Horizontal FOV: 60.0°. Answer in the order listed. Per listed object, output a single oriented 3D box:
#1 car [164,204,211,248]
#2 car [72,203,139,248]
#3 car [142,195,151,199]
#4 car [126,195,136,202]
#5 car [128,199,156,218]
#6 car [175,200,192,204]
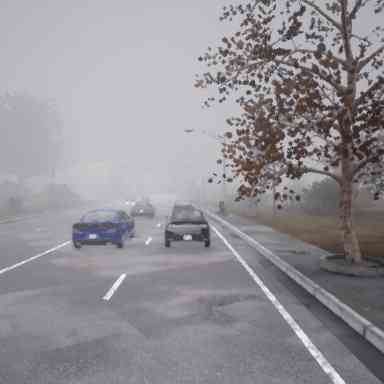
[{"bbox_3d":[-0.223,1.492,14.797,2.128,1.511,4.902,0,0,-2],"label":"car"},{"bbox_3d":[-3.721,1.482,14.698,1.882,1.535,5.008,0,0,-2],"label":"car"},{"bbox_3d":[-10.526,1.440,76.656,1.837,1.490,4.892,0,0,-3],"label":"car"},{"bbox_3d":[-14.019,1.465,76.448,2.128,1.511,4.902,0,0,-3],"label":"car"},{"bbox_3d":[-4.310,1.570,29.720,1.994,1.385,4.181,0,0,-3],"label":"car"},{"bbox_3d":[-0.814,1.482,29.889,1.882,1.535,5.008,0,0,-3],"label":"car"}]
